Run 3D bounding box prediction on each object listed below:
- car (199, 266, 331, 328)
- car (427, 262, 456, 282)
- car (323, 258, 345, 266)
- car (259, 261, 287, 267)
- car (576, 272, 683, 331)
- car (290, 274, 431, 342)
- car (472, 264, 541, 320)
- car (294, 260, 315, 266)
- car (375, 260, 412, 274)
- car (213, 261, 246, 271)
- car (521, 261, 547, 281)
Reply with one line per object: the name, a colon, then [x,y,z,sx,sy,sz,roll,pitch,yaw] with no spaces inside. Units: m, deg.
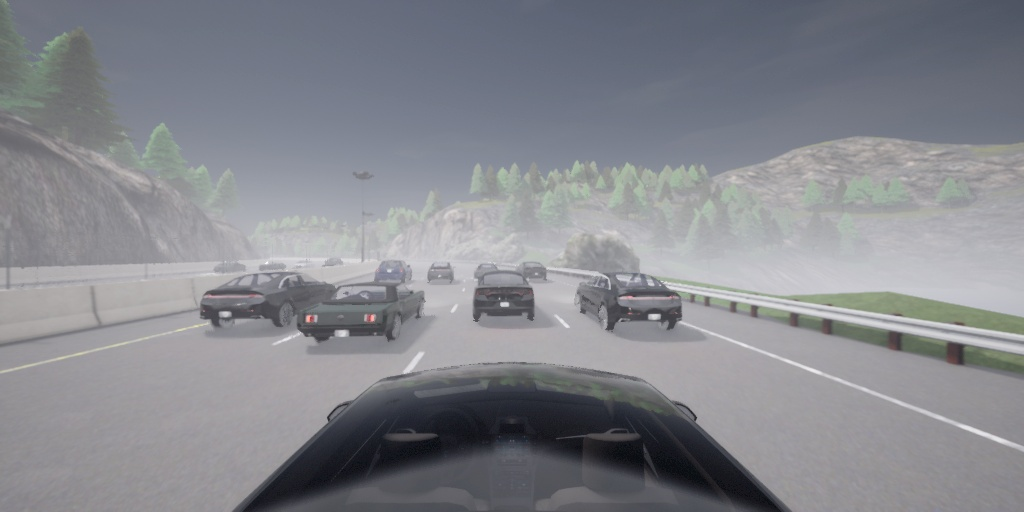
car: [-7.284,1.236,11.376,2.128,1.511,4.902,0,0,-3]
car: [-5.397,1.196,27.543,2.128,1.511,4.902,0,0,-8]
car: [-24.587,1.049,49.541,2.097,1.767,4.553,0,0,-16]
car: [-30.997,1.318,46.554,1.895,1.301,4.718,0,0,-15]
car: [3.246,1.214,10.865,2.128,1.511,4.902,0,0,-3]
car: [-3.684,1.341,9.781,1.895,1.301,4.718,0,0,-3]
car: [-0.347,1.204,12.536,1.882,1.535,5.008,0,0,-3]
car: [-27.867,1.232,48.306,1.812,1.442,4.674,0,0,-16]
car: [-8.903,1.064,27.291,2.097,1.767,4.553,0,0,-8]
car: [-33.629,1.295,42.820,1.994,1.385,4.181,0,0,-15]
car: [1.457,1.164,29.048,1.882,1.535,5.008,0,0,-8]
